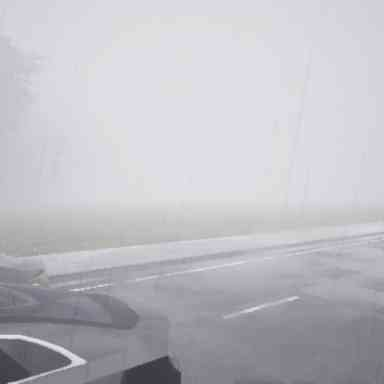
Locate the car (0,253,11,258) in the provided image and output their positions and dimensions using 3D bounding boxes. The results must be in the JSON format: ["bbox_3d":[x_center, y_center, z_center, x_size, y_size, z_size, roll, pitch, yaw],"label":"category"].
[{"bbox_3d":[-4.411,1.523,4.530,4.674,1.442,1.812,0,0,-36],"label":"car"}]

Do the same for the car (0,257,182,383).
[{"bbox_3d":[-2.351,1.489,2.008,4.902,1.511,2.128,0,0,-36],"label":"car"}]
